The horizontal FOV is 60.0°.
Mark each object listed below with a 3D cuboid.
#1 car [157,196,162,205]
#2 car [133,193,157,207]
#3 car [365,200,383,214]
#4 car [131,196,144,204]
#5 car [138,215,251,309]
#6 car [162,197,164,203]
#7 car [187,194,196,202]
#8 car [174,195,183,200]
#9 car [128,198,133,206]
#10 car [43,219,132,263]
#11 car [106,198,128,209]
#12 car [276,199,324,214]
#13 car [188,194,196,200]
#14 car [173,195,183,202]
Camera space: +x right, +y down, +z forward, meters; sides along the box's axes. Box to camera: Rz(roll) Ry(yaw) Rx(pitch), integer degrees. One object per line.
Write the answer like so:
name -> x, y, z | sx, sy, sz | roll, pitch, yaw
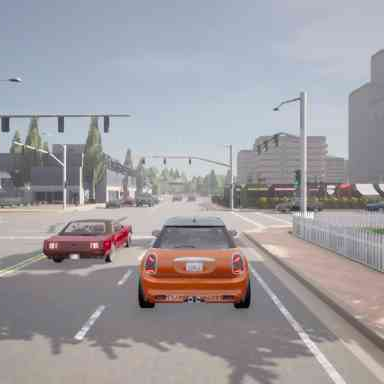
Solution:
car -> -7.111, 1.564, 60.520 | 1.994, 1.385, 4.181 | 0, 0, 0
car -> -7.129, 1.221, 51.114 | 2.150, 2.045, 5.566 | 0, 0, 1
car -> 20.893, 1.478, 34.962 | 5.008, 1.535, 1.882 | 0, 0, -2
car -> -10.588, 1.564, 64.997 | 1.994, 1.385, 4.181 | 0, 0, 0
car -> 0.059, 1.352, 8.056 | 2.097, 1.767, 4.553 | 0, 0, 0
car -> -7.046, 1.524, 70.845 | 1.812, 1.442, 4.674 | 0, 0, 0
car -> -0.051, 1.531, 77.391 | 2.033, 1.411, 5.357 | 0, 0, 0
car -> -3.557, 1.425, 87.663 | 1.994, 1.385, 4.181 | 0, 0, 0
car -> -10.622, 1.601, 55.049 | 1.895, 1.301, 4.718 | 0, 0, 0
car -> -3.424, 1.601, 11.949 | 1.895, 1.301, 4.718 | 0, 0, 0
car -> -10.628, 1.564, 46.287 | 1.994, 1.385, 4.181 | 0, 0, 0
car -> 11.249, 1.491, 34.718 | 4.902, 1.511, 2.128 | 0, 0, -2
car -> -0.057, 1.398, 87.667 | 2.128, 1.511, 4.902 | 0, 0, 0
car -> -3.551, 1.513, 77.708 | 1.812, 1.442, 4.674 | 0, 0, 0
